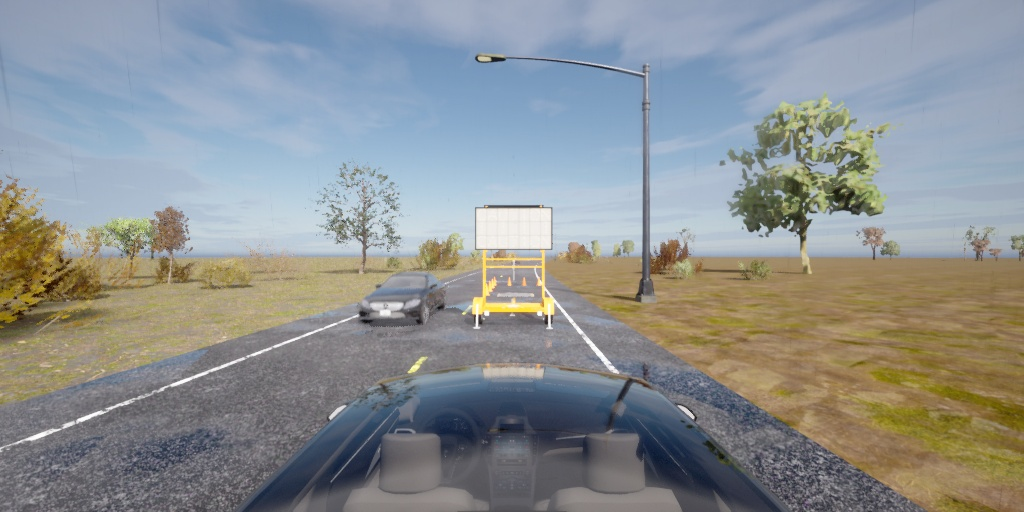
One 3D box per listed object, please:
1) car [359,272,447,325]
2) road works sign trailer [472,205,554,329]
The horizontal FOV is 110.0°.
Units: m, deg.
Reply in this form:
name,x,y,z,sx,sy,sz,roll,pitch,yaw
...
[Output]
name,x,y,z,sx,sy,sz,roll,pitch,yaw
car,-3.387,1.275,12.004,1.812,1.442,4.674,0,0,1
road works sign trailer,0.057,0.214,11.239,2.380,3.560,2.880,0,0,1
